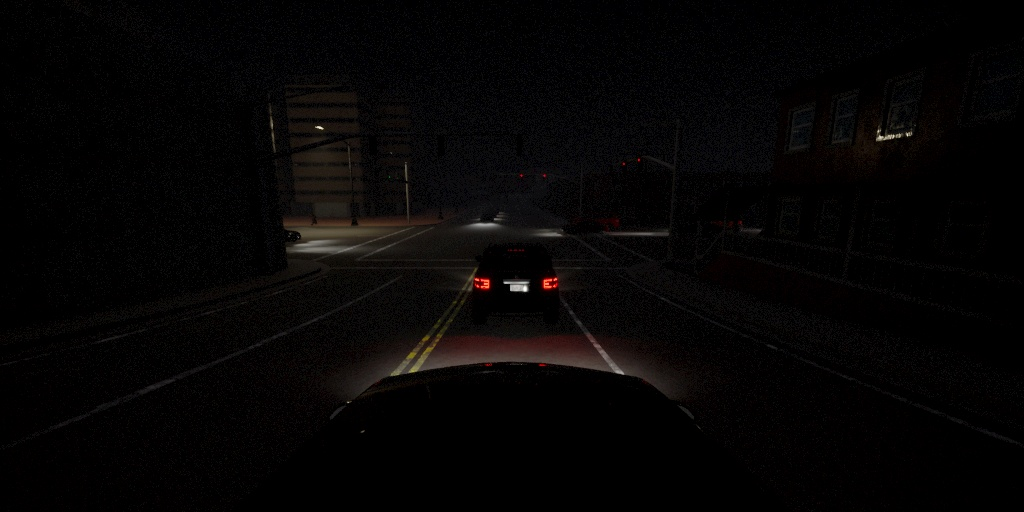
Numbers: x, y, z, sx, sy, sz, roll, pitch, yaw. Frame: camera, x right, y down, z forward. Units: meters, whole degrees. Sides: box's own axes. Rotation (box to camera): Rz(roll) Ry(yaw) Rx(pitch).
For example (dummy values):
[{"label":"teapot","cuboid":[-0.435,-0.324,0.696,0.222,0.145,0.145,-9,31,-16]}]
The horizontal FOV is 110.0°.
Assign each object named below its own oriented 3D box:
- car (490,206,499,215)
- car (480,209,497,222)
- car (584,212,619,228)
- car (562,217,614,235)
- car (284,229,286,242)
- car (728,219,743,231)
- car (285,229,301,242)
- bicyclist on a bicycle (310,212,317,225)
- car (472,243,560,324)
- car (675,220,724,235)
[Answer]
[{"label":"car","cuboid":[-3.729,-7.450,62.862,1.812,1.442,4.674,0,10,0]},{"label":"car","cuboid":[-3.731,-5.881,54.116,1.895,1.301,4.718,0,10,0]},{"label":"car","cuboid":[9.198,-3.907,40.330,5.566,2.045,2.150,1,10,4]},{"label":"car","cuboid":[7.457,-2.935,36.436,4.674,1.442,1.812,-1,10,-6]},{"label":"car","cuboid":[-19.914,-1.232,26.177,4.902,1.511,2.128,0,10,0]},{"label":"car","cuboid":[23.123,-3.735,40.129,4.553,1.767,2.097,0,10,0]},{"label":"car","cuboid":[-20.108,-1.806,29.621,4.892,1.490,1.837,0,10,0]},{"label":"bicyclist on a bicycle","cuboid":[-25.381,-4.785,45.846,0.582,1.620,1.656,0,10,0]},{"label":"car","cuboid":[0.062,0.602,10.736,2.150,2.045,5.566,0,4,-1]},{"label":"car","cuboid":[18.822,-2.903,36.725,4.718,1.301,1.895,0,10,0]}]
